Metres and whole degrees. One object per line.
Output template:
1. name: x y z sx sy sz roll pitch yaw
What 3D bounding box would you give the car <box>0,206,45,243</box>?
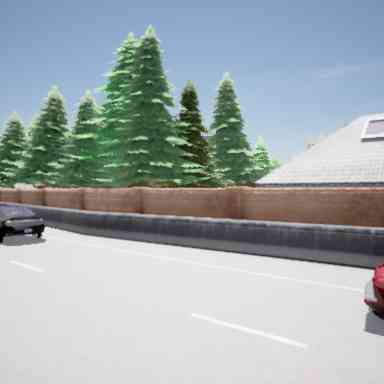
1. car: -8.777 1.431 15.779 4.902 1.511 2.128 0 0 42

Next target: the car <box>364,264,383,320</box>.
1. car: 5.123 1.605 4.723 4.718 1.301 1.895 0 0 35
